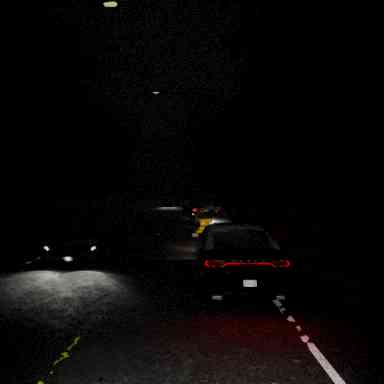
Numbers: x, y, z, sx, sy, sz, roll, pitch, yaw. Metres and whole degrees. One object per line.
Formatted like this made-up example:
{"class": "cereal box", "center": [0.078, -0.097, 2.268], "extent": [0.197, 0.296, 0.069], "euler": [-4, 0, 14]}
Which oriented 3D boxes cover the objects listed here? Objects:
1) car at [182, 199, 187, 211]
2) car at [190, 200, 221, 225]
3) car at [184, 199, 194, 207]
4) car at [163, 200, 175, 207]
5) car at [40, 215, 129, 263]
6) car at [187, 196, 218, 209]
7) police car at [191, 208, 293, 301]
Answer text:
{"class": "car", "center": [-0.310, 1.782, 45.340], "extent": [2.128, 1.511, 4.902], "euler": [0, -1, 0]}
{"class": "car", "center": [0.977, 1.517, 18.672], "extent": [1.801, 1.575, 5.366], "euler": [-1, 0, 0]}
{"class": "car", "center": [-0.581, 1.966, 59.425], "extent": [1.812, 1.442, 4.674], "euler": [0, -1, -1]}
{"class": "car", "center": [-4.099, 2.037, 59.232], "extent": [1.895, 1.301, 4.718], "euler": [0, -1, -1]}
{"class": "car", "center": [-3.628, 1.586, 12.388], "extent": [2.033, 1.411, 5.357], "euler": [0, 0, 0]}
{"class": "car", "center": [0.924, 1.317, 24.526], "extent": [2.150, 2.045, 5.566], "euler": [-1, 0, -1]}
{"class": "police car", "center": [1.039, 1.449, 8.578], "extent": [1.930, 1.638, 5.238], "euler": [0, 0, 0]}
